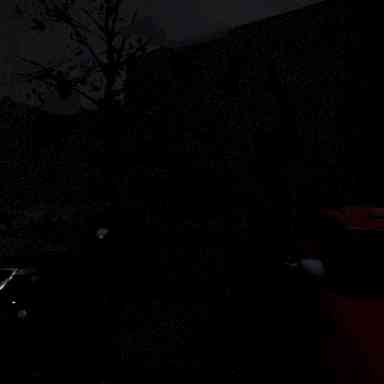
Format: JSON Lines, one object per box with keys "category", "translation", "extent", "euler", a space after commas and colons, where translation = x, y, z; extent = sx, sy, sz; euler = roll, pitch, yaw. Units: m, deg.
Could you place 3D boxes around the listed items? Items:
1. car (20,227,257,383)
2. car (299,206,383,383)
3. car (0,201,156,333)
{"category": "car", "translation": [-0.044, 1.510, 5.401], "extent": [2.163, 1.488, 4.792], "euler": [1, -1, 15]}
{"category": "car", "translation": [2.413, 1.231, 3.663], "extent": [2.435, 2.045, 5.566], "euler": [1, -1, 15]}
{"category": "car", "translation": [-2.492, 1.229, 7.143], "extent": [2.435, 2.045, 5.566], "euler": [1, -1, 15]}
